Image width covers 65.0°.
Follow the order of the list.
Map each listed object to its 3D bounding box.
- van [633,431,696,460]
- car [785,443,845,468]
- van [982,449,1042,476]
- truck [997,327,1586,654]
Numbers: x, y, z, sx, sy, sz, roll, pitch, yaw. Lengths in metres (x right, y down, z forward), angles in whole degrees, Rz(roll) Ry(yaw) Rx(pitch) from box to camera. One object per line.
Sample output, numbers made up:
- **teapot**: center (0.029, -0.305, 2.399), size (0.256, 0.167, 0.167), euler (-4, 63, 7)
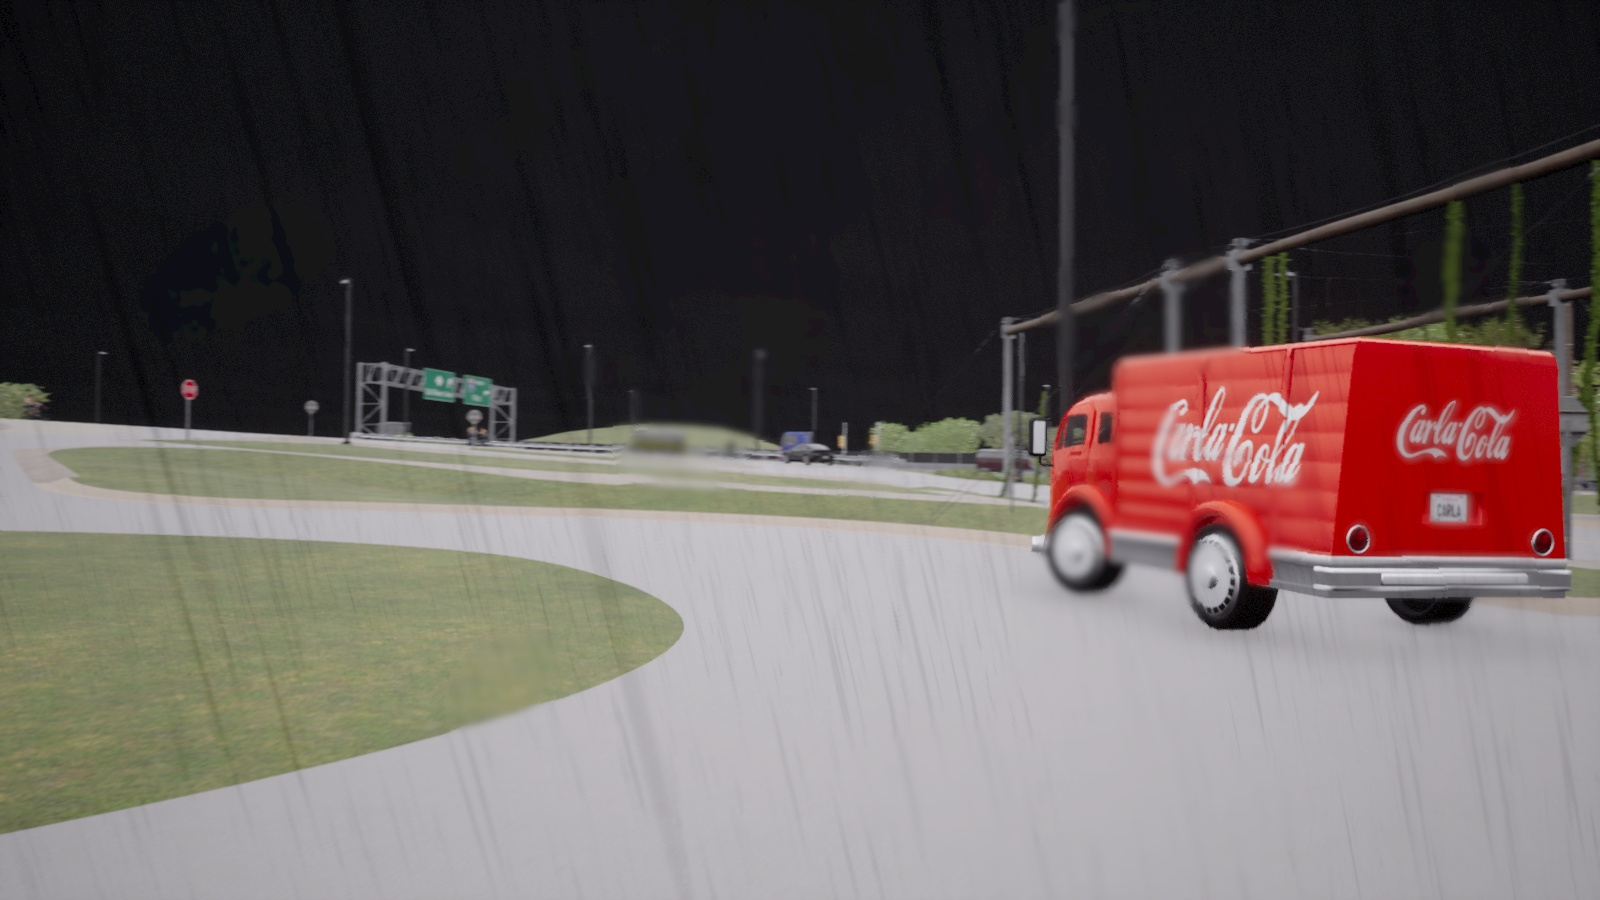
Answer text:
- **van**: center (-10.425, -0.367, 96.474), size (4.442, 1.987, 1.775), euler (2, 0, 26)
- **car**: center (0.969, 0.342, 85.972), size (1.882, 1.535, 5.008), euler (1, 1, -28)
- **van**: center (16.362, 0.974, 96.869), size (4.442, 1.987, 1.775), euler (1, -1, 14)
- **truck**: center (4.343, 0.339, 12.335), size (2.627, 2.467, 5.204), euler (2, 0, -18)
